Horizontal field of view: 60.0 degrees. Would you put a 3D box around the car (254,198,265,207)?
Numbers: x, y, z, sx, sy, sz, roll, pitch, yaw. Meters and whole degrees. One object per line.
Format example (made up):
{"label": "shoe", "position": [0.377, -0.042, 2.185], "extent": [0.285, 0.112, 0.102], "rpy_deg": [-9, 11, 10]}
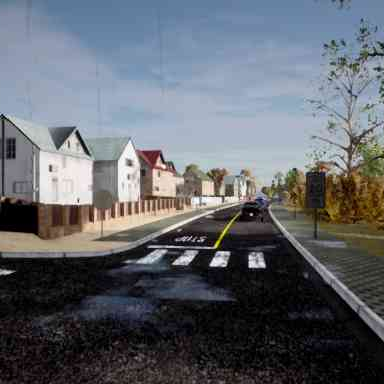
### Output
{"label": "car", "position": [11.803, 1.762, 57.934], "extent": [1.812, 1.442, 4.674], "rpy_deg": [0, 0, 14]}

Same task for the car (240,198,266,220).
{"label": "car", "position": [5.247, 1.555, 29.030], "extent": [1.837, 1.490, 4.892], "rpy_deg": [0, 0, 11]}
